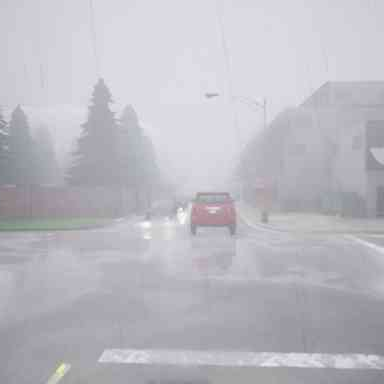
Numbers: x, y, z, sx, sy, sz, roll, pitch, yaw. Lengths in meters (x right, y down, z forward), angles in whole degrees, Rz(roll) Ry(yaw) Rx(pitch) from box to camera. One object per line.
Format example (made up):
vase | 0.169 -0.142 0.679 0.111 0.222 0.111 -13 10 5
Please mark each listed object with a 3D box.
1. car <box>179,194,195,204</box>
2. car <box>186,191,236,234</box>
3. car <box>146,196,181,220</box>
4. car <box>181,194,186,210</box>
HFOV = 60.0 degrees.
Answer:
car | -0.684 0.975 47.899 1.895 1.301 4.718 0 1 4
car | 1.104 0.977 17.484 2.150 2.045 5.566 0 0 3
car | -2.160 1.203 24.676 1.812 1.442 4.674 0 1 4
car | -1.525 1.145 34.840 1.895 1.301 4.718 0 1 4
